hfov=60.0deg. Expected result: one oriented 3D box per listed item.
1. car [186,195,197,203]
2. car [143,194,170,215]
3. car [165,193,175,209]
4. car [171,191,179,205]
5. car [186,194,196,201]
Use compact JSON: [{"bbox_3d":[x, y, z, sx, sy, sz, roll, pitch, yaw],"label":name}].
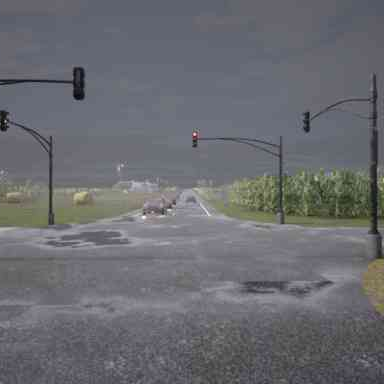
[{"bbox_3d":[-0.120,1.410,66.140,1.837,1.490,4.892,0,0,0],"label":"car"},{"bbox_3d":[-3.718,1.325,33.910,2.097,1.767,4.553,0,0,0],"label":"car"},{"bbox_3d":[-3.712,1.310,44.006,2.097,1.767,4.553,0,0,0],"label":"car"},{"bbox_3d":[-3.729,1.156,55.160,2.150,2.045,5.566,0,0,0],"label":"car"},{"bbox_3d":[-0.198,1.330,76.444,2.128,1.511,4.902,0,0,0],"label":"car"}]
